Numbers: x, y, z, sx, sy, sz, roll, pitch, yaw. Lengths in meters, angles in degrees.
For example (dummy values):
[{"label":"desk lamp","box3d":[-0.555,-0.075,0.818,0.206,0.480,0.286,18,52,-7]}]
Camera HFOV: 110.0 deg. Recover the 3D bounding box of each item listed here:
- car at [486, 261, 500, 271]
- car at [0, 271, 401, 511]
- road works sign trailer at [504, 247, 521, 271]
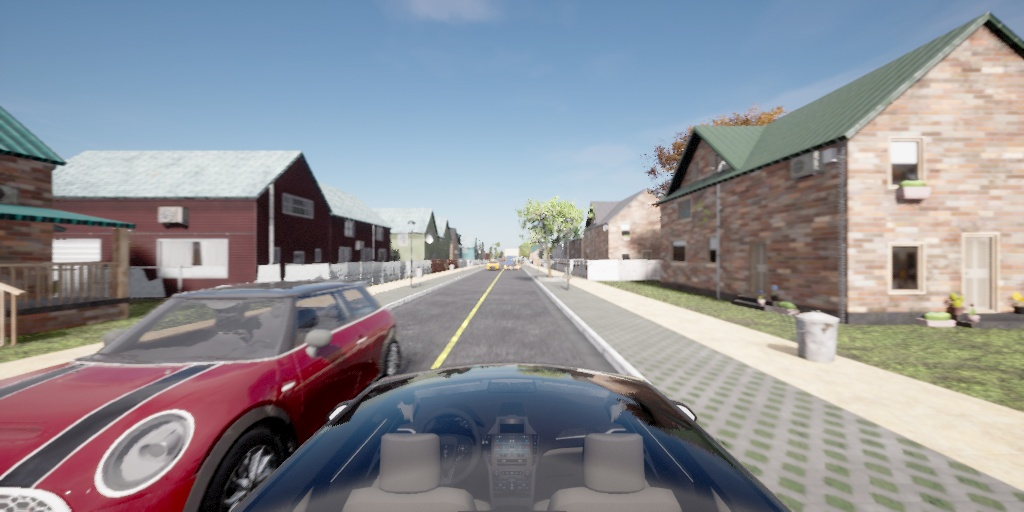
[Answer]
[{"label":"car","box3d":[-2.845,1.431,54.745,1.882,1.535,5.008,0,0,0]},{"label":"car","box3d":[-2.847,1.105,3.907,2.097,1.767,4.553,0,0,0]},{"label":"road works sign trailer","box3d":[-0.038,0.419,55.165,2.380,3.560,2.880,0,0,0]}]
